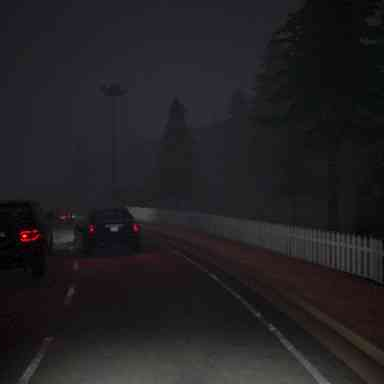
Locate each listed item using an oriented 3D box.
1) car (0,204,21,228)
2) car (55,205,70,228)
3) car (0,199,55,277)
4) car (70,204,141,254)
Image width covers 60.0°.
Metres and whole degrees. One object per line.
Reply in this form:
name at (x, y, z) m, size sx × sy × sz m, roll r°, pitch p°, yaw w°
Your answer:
car at (-13.148, 1.600, 22.901) m, size 1.994 × 1.385 × 4.181 m, roll 0°, pitch 0°, yaw -34°
car at (-8.517, 1.555, 22.293) m, size 2.033 × 1.411 × 5.357 m, roll 0°, pitch 0°, yaw -33°
car at (-5.486, 1.232, 10.010) m, size 2.150 × 2.045 × 5.566 m, roll 0°, pitch 0°, yaw -20°
car at (-3.651, 1.346, 13.806) m, size 2.097 × 1.767 × 4.553 m, roll 0°, pitch 0°, yaw -25°
